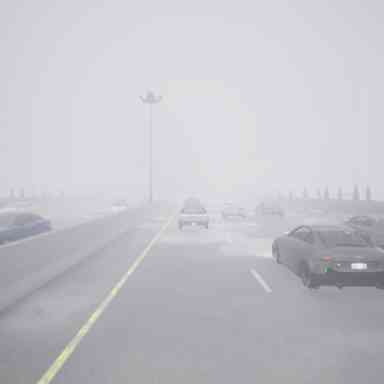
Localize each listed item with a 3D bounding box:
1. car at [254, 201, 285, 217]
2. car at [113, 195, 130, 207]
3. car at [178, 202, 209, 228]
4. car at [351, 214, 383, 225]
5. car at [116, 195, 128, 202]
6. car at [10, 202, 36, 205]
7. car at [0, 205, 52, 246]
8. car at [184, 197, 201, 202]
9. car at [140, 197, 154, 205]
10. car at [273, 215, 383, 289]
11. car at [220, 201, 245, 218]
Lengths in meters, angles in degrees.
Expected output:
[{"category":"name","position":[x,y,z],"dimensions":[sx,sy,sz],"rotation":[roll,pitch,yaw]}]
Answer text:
[{"category":"car","position":[7.097,1.552,30.819],"dimensions":[2.033,1.411,5.357],"rotation":[0,0,0]},{"category":"car","position":[-10.708,1.573,50.592],"dimensions":[1.994,1.385,4.181],"rotation":[0,0,-1]},{"category":"car","position":[0.098,1.605,22.073],"dimensions":[1.895,1.301,4.718],"rotation":[0,0,0]},{"category":"car","position":[7.098,1.566,13.035],"dimensions":[1.994,1.385,4.181],"rotation":[0,0,0]},{"category":"car","position":[-14.673,1.271,69.802],"dimensions":[1.812,1.442,4.674],"rotation":[0,0,-2]},{"category":"car","position":[-14.090,1.531,27.330],"dimensions":[1.812,1.442,4.674],"rotation":[0,0,0]},{"category":"car","position":[-7.102,1.480,12.691],"dimensions":[1.882,1.535,5.008],"rotation":[0,0,0]},{"category":"car","position":[0.078,1.359,40.606],"dimensions":[2.097,1.767,4.553],"rotation":[0,0,0]},{"category":"car","position":[-7.275,1.556,54.513],"dimensions":[2.033,1.411,5.357],"rotation":[0,0,-1]},{"category":"car","position":[3.598,1.565,9.170],"dimensions":[1.994,1.385,4.181],"rotation":[0,0,0]},{"category":"car","position":[3.583,1.531,30.020],"dimensions":[1.812,1.442,4.674],"rotation":[0,0,0]}]
